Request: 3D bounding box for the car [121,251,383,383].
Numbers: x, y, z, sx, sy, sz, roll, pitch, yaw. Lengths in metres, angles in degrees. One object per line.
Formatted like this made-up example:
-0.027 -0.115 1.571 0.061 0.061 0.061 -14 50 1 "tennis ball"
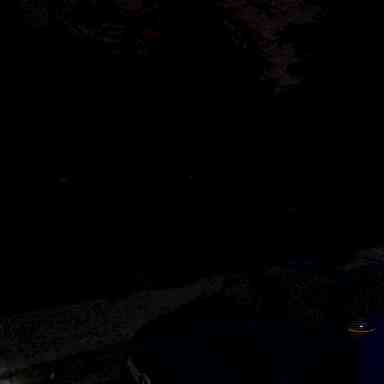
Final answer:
1.464 1.545 4.101 4.674 1.442 1.812 0 0 -36 "car"
